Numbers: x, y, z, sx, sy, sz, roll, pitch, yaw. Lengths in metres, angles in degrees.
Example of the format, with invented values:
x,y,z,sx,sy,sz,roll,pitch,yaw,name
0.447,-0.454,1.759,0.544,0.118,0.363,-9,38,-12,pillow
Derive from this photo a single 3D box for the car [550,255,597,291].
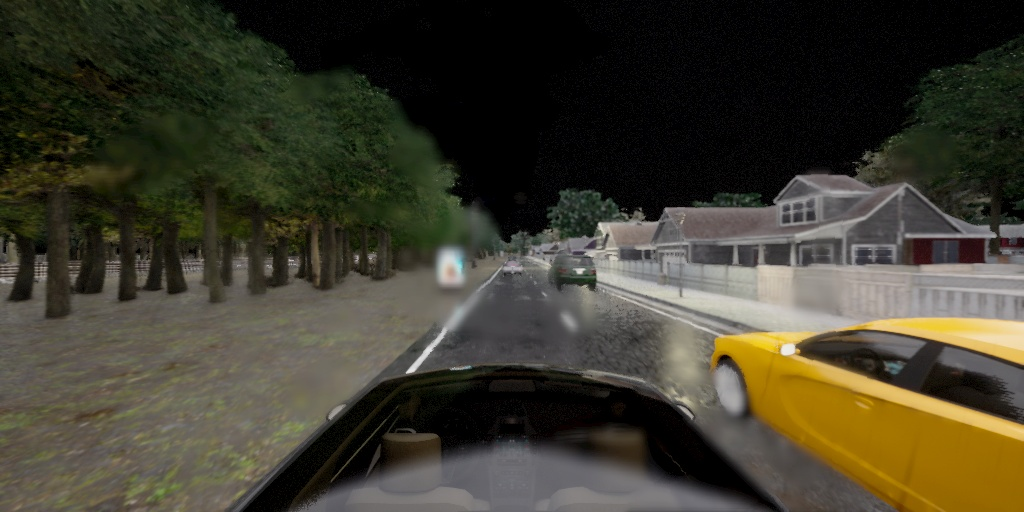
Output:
x,y,z,sx,sy,sz,roll,pitch,yaw,name
3.594,0.963,21.699,2.150,2.045,5.566,0,0,0,car

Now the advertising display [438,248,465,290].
x,y,z,sx,sy,sz,roll,pitch,yaw,name
-3.506,0.767,20.855,1.540,2.440,0.280,0,0,0,advertising display

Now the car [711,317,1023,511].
x,y,z,sx,sy,sz,roll,pitch,yaw,name
3.599,1.227,2.812,1.882,1.535,5.008,0,0,0,car

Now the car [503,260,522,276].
x,y,z,sx,sy,sz,roll,pitch,yaw,name
0.085,1.319,37.051,1.895,1.301,4.718,0,0,0,car
